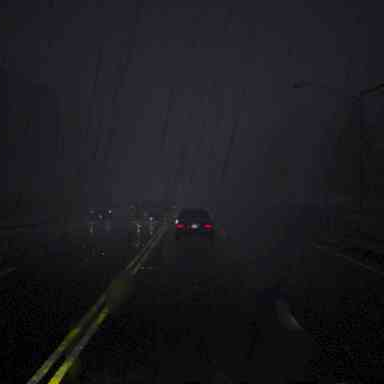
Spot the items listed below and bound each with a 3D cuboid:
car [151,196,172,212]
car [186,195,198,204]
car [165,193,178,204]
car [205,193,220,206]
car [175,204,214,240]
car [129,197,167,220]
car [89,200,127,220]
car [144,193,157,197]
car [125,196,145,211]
[{"bbox_3d":[-3.592,1.517,37.423,1.812,1.442,4.674,0,0,0],"label":"car"},{"bbox_3d":[-0.007,1.339,55.540,2.097,1.767,4.553,0,0,0],"label":"car"},{"bbox_3d":[-3.511,1.205,55.286,2.150,2.045,5.566,0,0,0],"label":"car"},{"bbox_3d":[3.493,1.208,55.600,2.150,2.045,5.566,0,0,0],"label":"car"},{"bbox_3d":[0.099,1.543,16.960,2.033,1.411,5.357,0,0,0],"label":"car"},{"bbox_3d":[-3.594,1.485,28.250,2.128,1.511,4.902,0,0,0],"label":"car"},{"bbox_3d":[-7.095,1.594,28.052,1.895,1.301,4.718,0,0,0],"label":"car"},{"bbox_3d":[-7.007,1.262,55.709,2.150,2.045,5.566,0,0,0],"label":"car"},{"bbox_3d":[-7.087,1.491,39.004,1.837,1.490,4.892,0,1,0],"label":"car"}]
